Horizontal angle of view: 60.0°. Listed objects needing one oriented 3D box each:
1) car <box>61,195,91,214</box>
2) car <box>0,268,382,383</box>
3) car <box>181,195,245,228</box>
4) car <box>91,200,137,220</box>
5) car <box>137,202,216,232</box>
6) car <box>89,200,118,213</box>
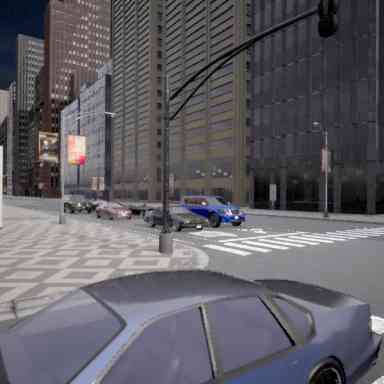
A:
[{"bbox_3d":[-13.076,1.324,37.492,2.150,2.045,5.566,1,-1,-36],"label":"car"},{"bbox_3d":[-0.360,1.548,3.065,5.357,1.411,2.033,0,0,-35],"label":"car"},{"bbox_3d":[1.175,1.269,23.126,2.150,2.045,5.566,1,-1,-36],"label":"car"},{"bbox_3d":[-6.851,1.585,28.769,1.812,1.442,4.674,1,-1,-36],"label":"car"},{"bbox_3d":[-1.153,1.569,20.803,2.033,1.411,5.357,1,-1,-35],"label":"car"},{"bbox_3d":[-10.564,1.653,39.562,1.812,1.442,4.674,1,-1,-35],"label":"car"}]
